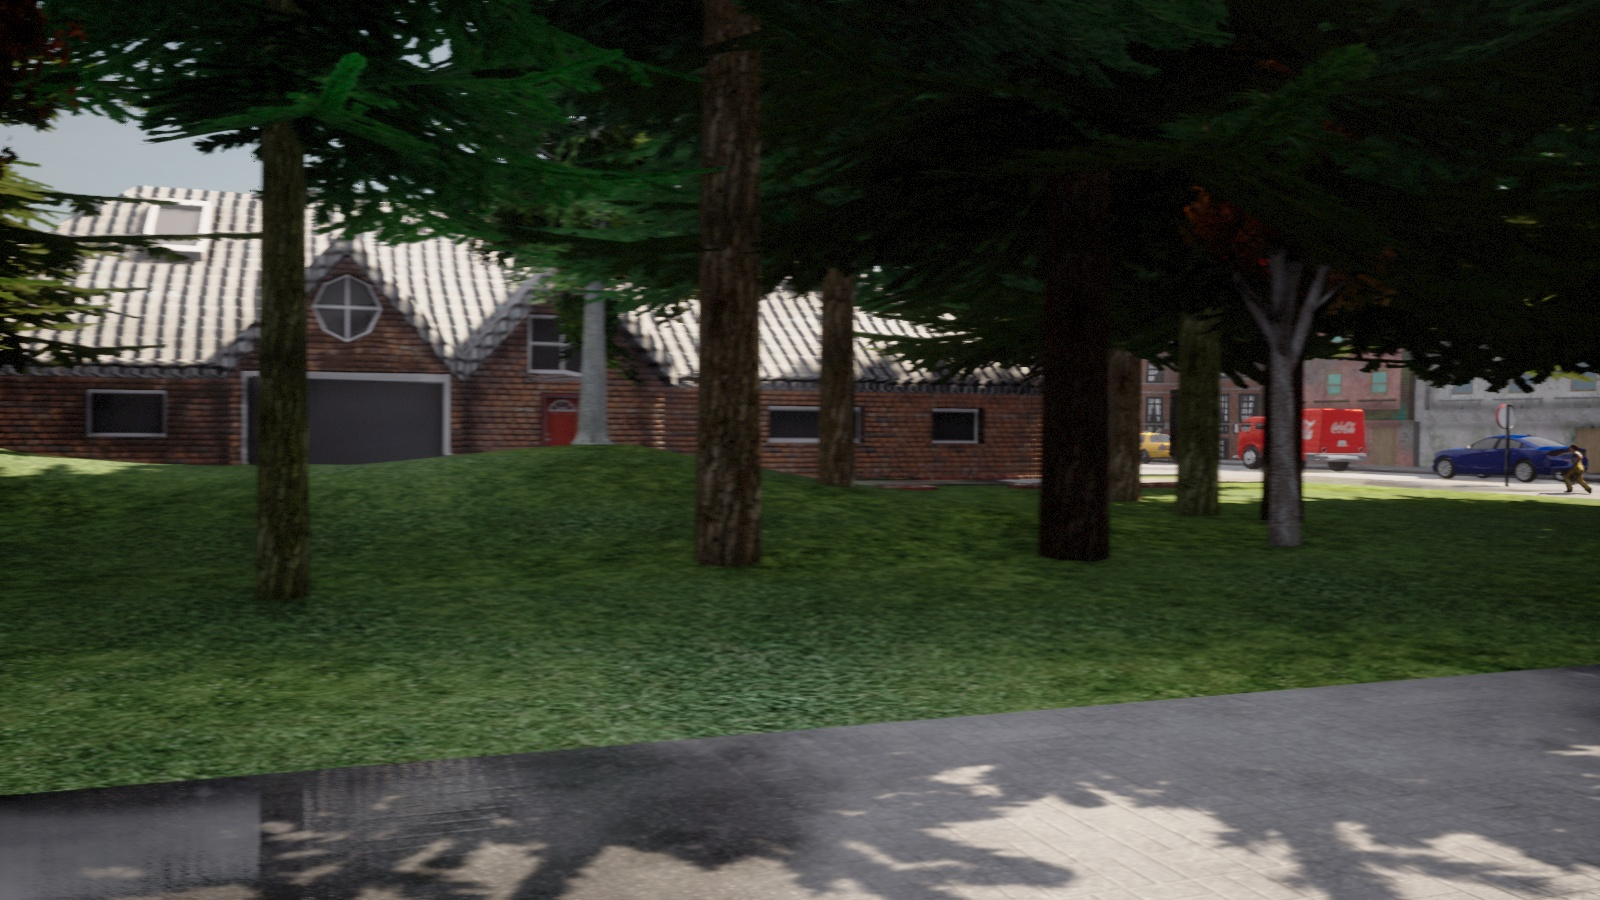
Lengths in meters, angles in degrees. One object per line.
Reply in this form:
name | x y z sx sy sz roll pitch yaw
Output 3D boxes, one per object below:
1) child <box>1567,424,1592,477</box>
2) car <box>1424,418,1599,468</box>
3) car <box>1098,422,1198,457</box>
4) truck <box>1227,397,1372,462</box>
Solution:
child | 18.768 0.007 30.250 0.270 1.263 0.437 -1 1 -34
car | 23.455 -0.266 41.617 1.882 1.535 5.008 -1 1 -20
car | 16.571 -0.531 60.063 1.801 1.575 5.366 -1 1 -20
truck | 20.053 -0.842 50.715 2.627 2.467 5.204 -1 1 -21
